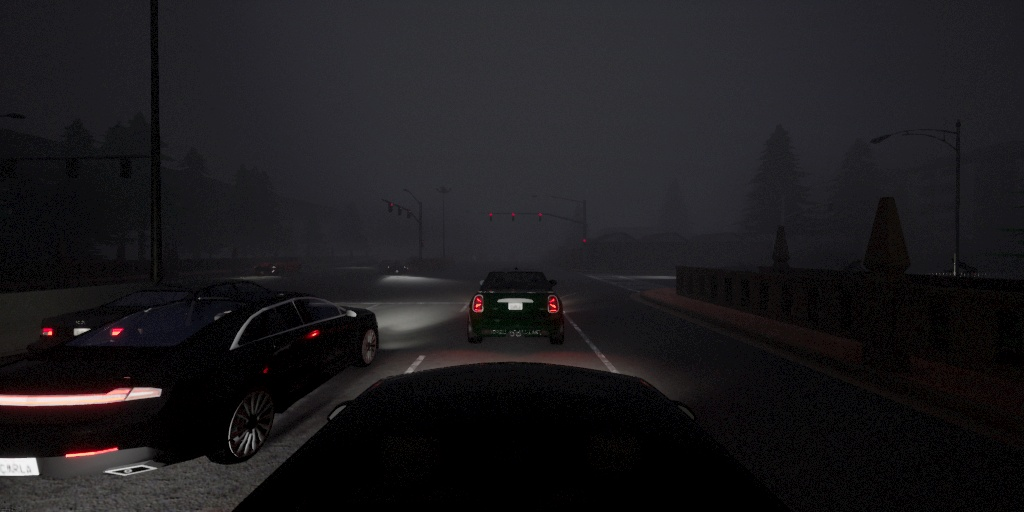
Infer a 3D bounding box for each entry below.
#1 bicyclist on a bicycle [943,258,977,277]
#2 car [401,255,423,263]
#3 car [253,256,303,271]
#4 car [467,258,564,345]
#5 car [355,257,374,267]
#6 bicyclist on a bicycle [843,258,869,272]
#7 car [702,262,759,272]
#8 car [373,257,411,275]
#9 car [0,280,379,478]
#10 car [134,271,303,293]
[{"bbox_3d":[22.202,0.919,17.779,0.582,1.620,1.656,0,0,-35],"label":"bicyclist on a bicycle"},{"bbox_3d":[-14.096,0.766,52.009,1.882,1.535,5.008,0,1,0],"label":"car"},{"bbox_3d":[-21.101,0.828,32.524,2.097,1.767,4.553,0,1,0],"label":"car"},{"bbox_3d":[0.142,1.048,9.570,2.097,1.767,4.553,0,1,2],"label":"car"},{"bbox_3d":[-21.092,0.812,52.286,1.812,1.442,4.674,0,1,0],"label":"car"},{"bbox_3d":[17.868,0.911,18.630,0.582,1.620,1.656,0,1,-14],"label":"bicyclist on a bicycle"},{"bbox_3d":[18.066,1.108,29.328,4.718,1.301,1.895,0,1,2],"label":"car"},{"bbox_3d":[-11.462,1.062,34.048,1.895,1.301,4.718,0,1,-31],"label":"car"},{"bbox_3d":[-3.437,1.224,4.908,2.128,1.511,4.902,0,1,0],"label":"car"},{"bbox_3d":[-6.921,1.251,8.294,2.033,1.411,5.357,0,1,0],"label":"car"}]
